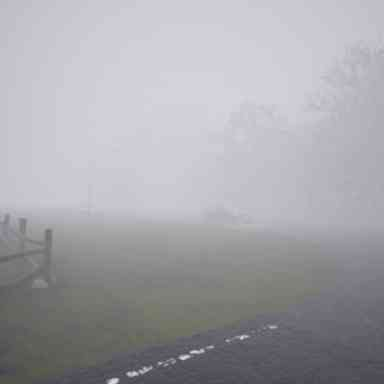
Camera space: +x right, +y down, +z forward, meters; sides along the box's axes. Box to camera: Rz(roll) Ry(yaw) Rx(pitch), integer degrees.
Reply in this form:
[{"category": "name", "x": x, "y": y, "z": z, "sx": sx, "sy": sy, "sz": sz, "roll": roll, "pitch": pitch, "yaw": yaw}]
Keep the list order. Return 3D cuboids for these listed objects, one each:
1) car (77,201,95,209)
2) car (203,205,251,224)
[{"category": "car", "x": -17.767, "y": 2.137, "z": 55.564, "sx": 1.994, "sy": 1.385, "sz": 4.181, "roll": 1, "pitch": -1, "yaw": -36}, {"category": "car", "x": 2.715, "y": 1.772, "z": 27.099, "sx": 1.812, "sy": 1.442, "sz": 4.674, "roll": 1, "pitch": -1, "yaw": -36}]
